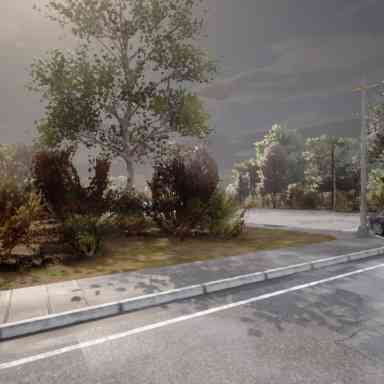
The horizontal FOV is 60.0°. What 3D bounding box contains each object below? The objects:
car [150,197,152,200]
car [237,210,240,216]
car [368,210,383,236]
[{"bbox_3d":[-6.108,1.847,52.976,5.566,2.045,2.150,-2,-1,40],"label":"car"},{"bbox_3d":[2.190,1.686,29.890,1.837,1.490,4.892,0,-1,-41],"label":"car"},{"bbox_3d":[10.844,1.517,16.126,1.837,1.490,4.892,1,-1,-13],"label":"car"}]
